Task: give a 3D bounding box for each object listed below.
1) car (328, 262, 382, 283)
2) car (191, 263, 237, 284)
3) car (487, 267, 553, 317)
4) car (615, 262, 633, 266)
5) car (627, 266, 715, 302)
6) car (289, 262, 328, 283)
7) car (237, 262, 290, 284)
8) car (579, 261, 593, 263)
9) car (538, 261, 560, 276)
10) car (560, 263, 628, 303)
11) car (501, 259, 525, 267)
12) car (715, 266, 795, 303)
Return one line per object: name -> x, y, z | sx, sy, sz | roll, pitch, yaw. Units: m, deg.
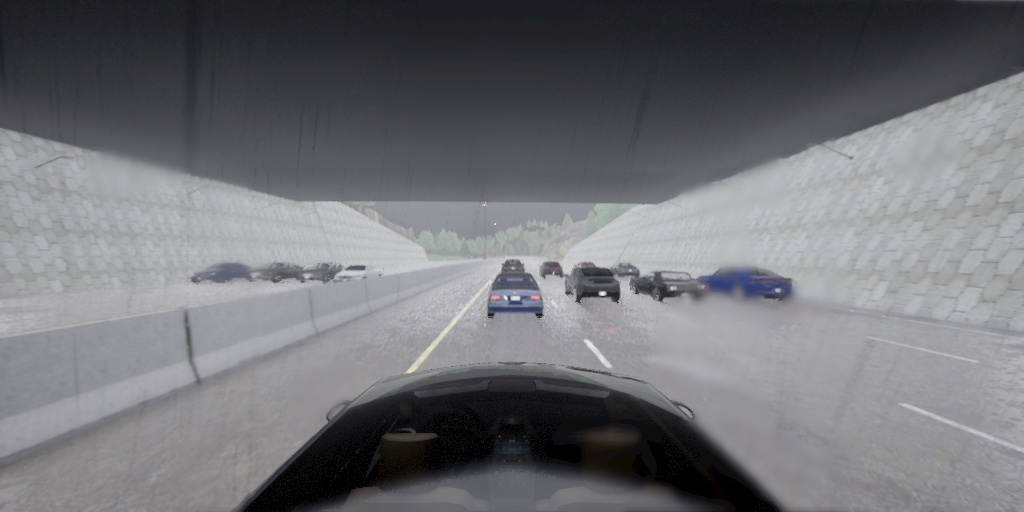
car -> -10.595, 1.252, 25.022 | 1.812, 1.442, 4.674 | 0, 0, 0
car -> -21.101, 1.251, 26.575 | 1.812, 1.442, 4.674 | 0, 0, 0
car -> 0.100, 1.286, 13.038 | 2.033, 1.411, 5.357 | 0, 0, 0
car -> 10.588, 1.281, 34.116 | 1.994, 1.385, 4.181 | 0, 0, 0
car -> 7.099, 1.336, 16.752 | 1.895, 1.301, 4.718 | 0, 0, 0
car -> -14.101, 1.216, 27.126 | 2.128, 1.511, 4.902 | 0, 0, 0
car -> -17.602, 1.216, 27.054 | 2.128, 1.511, 4.902 | 0, 0, 0
car -> 7.074, 1.243, 34.462 | 1.812, 1.442, 4.674 | 0, 0, 0
car -> 3.589, 1.223, 33.447 | 1.837, 1.490, 4.892 | 0, 0, 0
car -> 3.598, 1.240, 16.664 | 1.837, 1.490, 4.892 | 0, 0, 0
car -> 0.090, 1.070, 33.126 | 2.097, 1.767, 4.553 | 0, 0, 0
car -> 10.599, 1.213, 16.736 | 1.882, 1.535, 5.008 | 0, 0, 0
